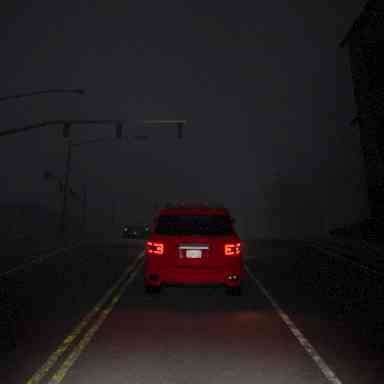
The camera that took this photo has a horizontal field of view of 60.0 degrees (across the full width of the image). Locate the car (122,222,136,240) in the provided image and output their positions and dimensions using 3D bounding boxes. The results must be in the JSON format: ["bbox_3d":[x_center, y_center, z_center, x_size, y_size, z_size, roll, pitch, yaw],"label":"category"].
[{"bbox_3d":[-3.638,2.866,23.580,1.812,1.442,4.674,0,-13,0],"label":"car"}]

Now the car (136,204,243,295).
[{"bbox_3d":[0.067,1.346,9.221,2.150,2.045,5.566,1,-1,1],"label":"car"}]
